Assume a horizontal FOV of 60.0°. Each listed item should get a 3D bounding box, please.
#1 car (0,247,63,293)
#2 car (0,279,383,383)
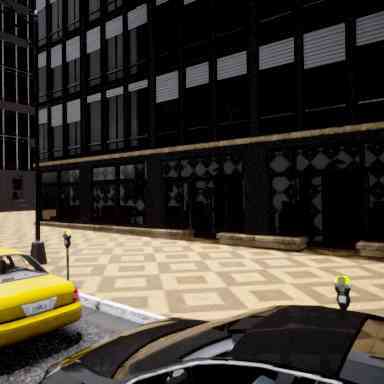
[{"bbox_3d":[-3.951,1.527,5.874,4.829,1.417,1.752,0,-1,36],"label":"car"},{"bbox_3d":[0.683,1.566,2.359,4.313,1.339,1.947,0,-1,36],"label":"car"}]
